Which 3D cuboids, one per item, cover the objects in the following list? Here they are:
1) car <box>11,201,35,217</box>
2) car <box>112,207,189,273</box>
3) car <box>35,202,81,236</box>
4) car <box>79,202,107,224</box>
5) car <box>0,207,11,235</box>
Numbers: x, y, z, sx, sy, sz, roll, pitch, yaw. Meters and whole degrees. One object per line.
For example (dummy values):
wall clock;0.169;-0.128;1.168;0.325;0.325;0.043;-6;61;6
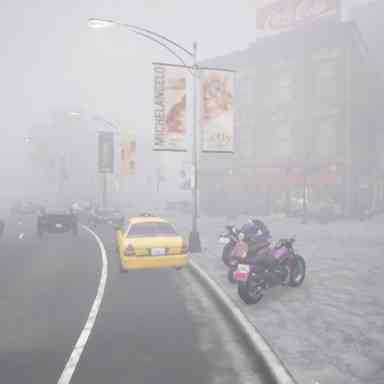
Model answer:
car;-15.454;1.534;30.984;2.033;1.411;5.357;0;0;-41
car;-1.493;1.456;10.762;1.801;1.575;5.366;0;0;-15
car;-7.533;1.471;18.454;1.882;1.535;5.008;0;0;-25
car;-9.033;1.513;27.542;2.002;1.452;4.674;0;0;-35
car;-10.054;1.539;15.595;2.033;1.411;5.357;0;0;-23
